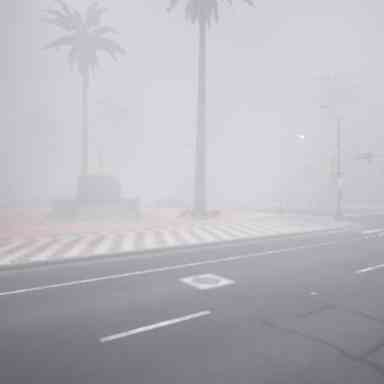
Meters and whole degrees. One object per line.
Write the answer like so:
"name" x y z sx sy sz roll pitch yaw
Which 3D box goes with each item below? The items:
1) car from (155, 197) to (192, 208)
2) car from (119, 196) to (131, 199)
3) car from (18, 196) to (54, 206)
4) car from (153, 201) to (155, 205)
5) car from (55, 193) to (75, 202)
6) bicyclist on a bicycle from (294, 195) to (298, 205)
"car" -2.330 1.510 47.432 4.892 1.490 1.837 0 -1 23
"car" -13.534 1.498 60.645 4.902 1.511 2.128 0 0 2
"car" -26.453 1.508 55.879 4.892 1.490 1.837 0 0 -14
"car" -3.503 1.607 51.687 4.718 1.301 1.895 0 0 18
"car" -17.635 1.143 50.268 4.674 1.442 1.812 0 0 -4
"bicyclist on a bicycle" 17.472 1.311 55.945 0.582 1.620 1.656 0 0 42
